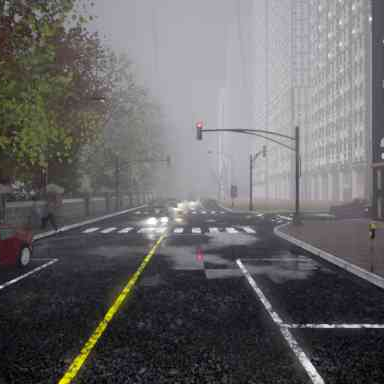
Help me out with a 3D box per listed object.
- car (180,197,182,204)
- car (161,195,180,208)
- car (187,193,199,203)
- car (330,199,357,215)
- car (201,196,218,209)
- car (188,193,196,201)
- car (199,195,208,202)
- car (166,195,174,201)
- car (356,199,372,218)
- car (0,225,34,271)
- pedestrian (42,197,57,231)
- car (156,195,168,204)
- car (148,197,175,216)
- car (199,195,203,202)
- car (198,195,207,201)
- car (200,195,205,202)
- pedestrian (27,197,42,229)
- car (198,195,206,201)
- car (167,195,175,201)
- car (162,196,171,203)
[{"bbox_3d":[-3.042,1.540,65.626,2.128,1.511,4.902,0,0,0],"label":"car"},{"bbox_3d":[-3.095,1.554,49.031,1.812,1.442,4.674,0,0,0],"label":"car"},{"bbox_3d":[-0.004,1.590,73.450,2.033,1.411,5.357,0,0,0],"label":"car"},{"bbox_3d":[14.605,1.308,29.791,4.181,1.385,1.994,-1,0,0],"label":"car"},{"bbox_3d":[2.689,1.592,46.580,1.947,1.339,4.313,0,0,0],"label":"car"},{"bbox_3d":[-0.004,1.177,83.897,2.150,2.045,5.566,0,0,0],"label":"car"},{"bbox_3d":[2.688,1.511,80.375,1.967,1.590,4.097,0,0,0],"label":"car"},{"bbox_3d":[-5.692,1.521,86.007,1.967,1.590,4.097,0,0,0],"label":"car"},{"bbox_3d":[14.673,1.282,23.990,4.313,1.339,1.947,-1,1,0],"label":"car"},{"bbox_3d":[-5.817,1.546,8.662,1.887,1.381,4.507,0,0,0],"label":"car"},{"bbox_3d":[-7.632,1.146,17.853,0.375,1.860,0.375,0,0,0],"label":"pedestrian"},{"bbox_3d":[-5.691,1.485,63.478,1.967,1.590,4.097,0,0,0],"label":"car"},{"bbox_3d":[-3.102,1.507,32.164,2.128,1.511,4.902,0,0,0],"label":"car"},{"bbox_3d":[2.689,1.604,57.846,1.947,1.339,4.313,0,0,0],"label":"car"},{"bbox_3d":[2.688,1.521,86.007,1.967,1.590,4.097,0,0,0],"label":"car"},{"bbox_3d":[2.689,1.598,52.213,1.947,1.339,4.313,0,0,0],"label":"car"},{"bbox_3d":[-8.768,1.147,18.536,0.375,1.860,0.375,0,0,0],"label":"pedestrian"},{"bbox_3d":[2.687,1.642,91.639,2.008,1.369,4.403,0,0,0],"label":"car"},{"bbox_3d":[-5.694,1.636,91.639,1.887,1.381,4.507,0,0,0],"label":"car"},{"bbox_3d":[-5.692,1.587,74.573,1.752,1.417,4.829,0,0,0],"label":"car"}]
